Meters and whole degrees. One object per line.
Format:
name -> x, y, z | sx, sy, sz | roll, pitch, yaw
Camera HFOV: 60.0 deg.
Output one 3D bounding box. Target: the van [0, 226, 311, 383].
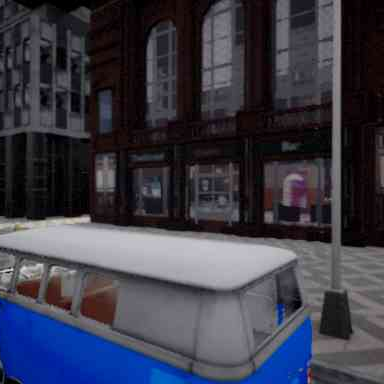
van -> -0.808, 1.341, 3.537 | 3.998, 1.788, 1.690 | 0, 0, 36
